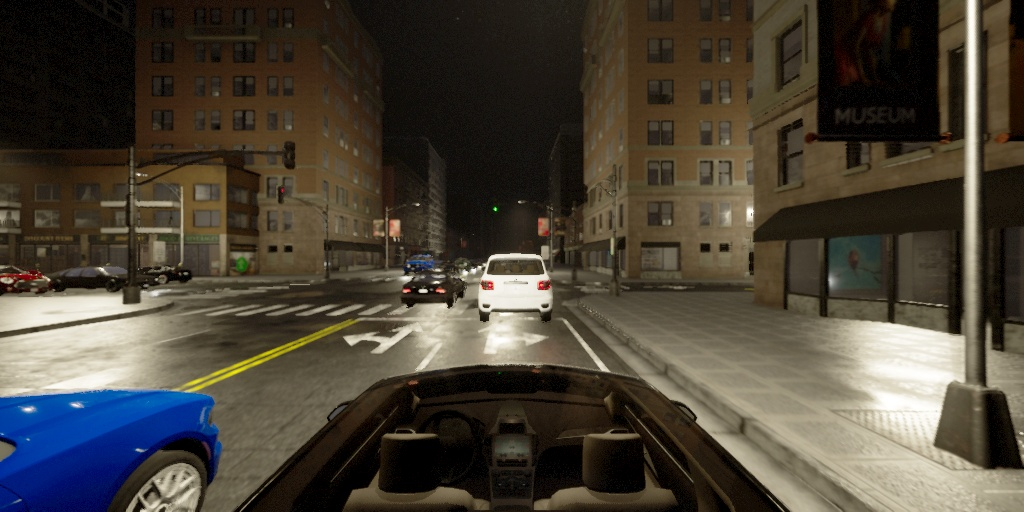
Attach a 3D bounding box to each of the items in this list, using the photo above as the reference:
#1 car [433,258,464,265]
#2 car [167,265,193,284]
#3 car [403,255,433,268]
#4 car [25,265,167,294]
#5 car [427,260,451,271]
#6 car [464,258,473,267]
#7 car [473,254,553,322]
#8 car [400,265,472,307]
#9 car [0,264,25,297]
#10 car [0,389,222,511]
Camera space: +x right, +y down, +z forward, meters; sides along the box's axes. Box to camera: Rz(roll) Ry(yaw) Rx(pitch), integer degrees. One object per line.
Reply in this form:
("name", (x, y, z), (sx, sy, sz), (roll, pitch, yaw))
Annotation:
("car", (-6.585, 1.214, 37.595), (1.837, 1.490, 4.892), (0, 0, 0))
("car", (-25.372, 1.305, 25.617), (4.313, 1.339, 1.948), (0, 0, 0))
("car", (-9.833, 0.930, 38.370), (2.150, 2.045, 5.566), (0, 0, 0))
("car", (-23.140, 1.272, 20.120), (5.357, 1.411, 2.033), (0, 0, 0))
("car", (-9.795, 1.242, 48.619), (2.033, 1.411, 5.357), (0, 0, 0))
("car", (-6.562, 1.049, 46.589), (2.097, 1.767, 4.553), (0, 0, 0))
("car", (0.102, 0.960, 12.325), (2.150, 2.045, 5.566), (0, 0, 0))
("car", (-3.150, 1.282, 15.219), (2.033, 1.411, 5.357), (0, 0, 0))
("car", (-25.415, 1.156, 17.592), (4.097, 1.591, 1.967), (0, 0, 0))
("car", (-3.153, 1.229, 0.680), (1.882, 1.535, 5.008), (0, 0, 0))
